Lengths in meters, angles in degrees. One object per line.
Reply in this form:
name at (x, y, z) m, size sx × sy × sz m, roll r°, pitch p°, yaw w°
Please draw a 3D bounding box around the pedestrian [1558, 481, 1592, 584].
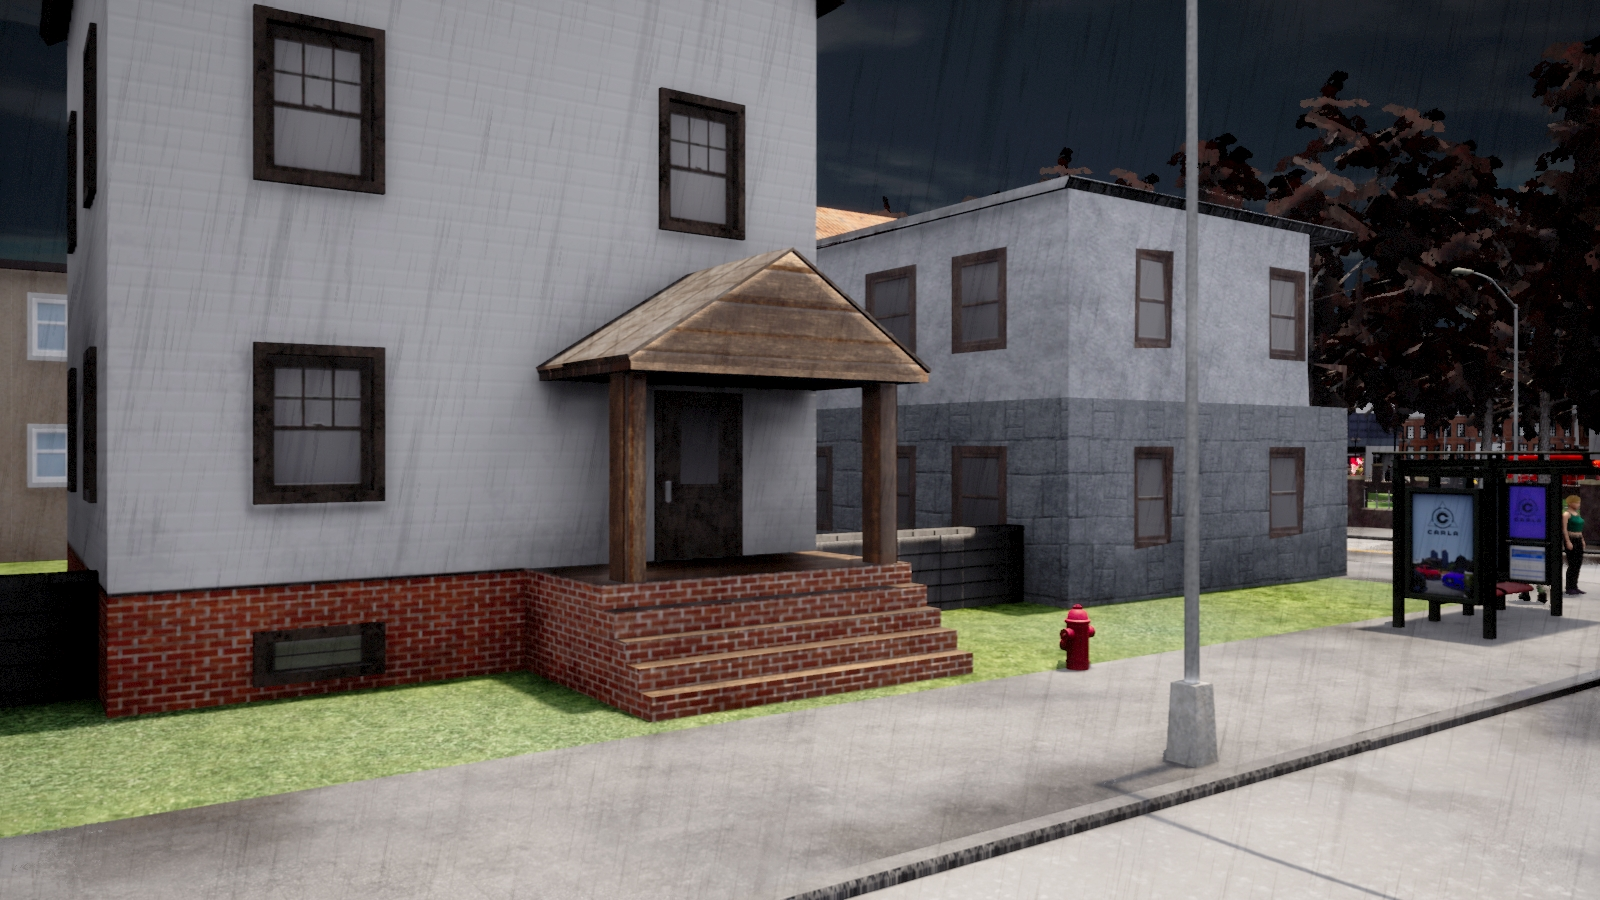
pedestrian at (14.336, 1.519, 21.144) m, size 0.375 × 1.860 × 0.375 m, roll 0°, pitch 0°, yaw -20°
